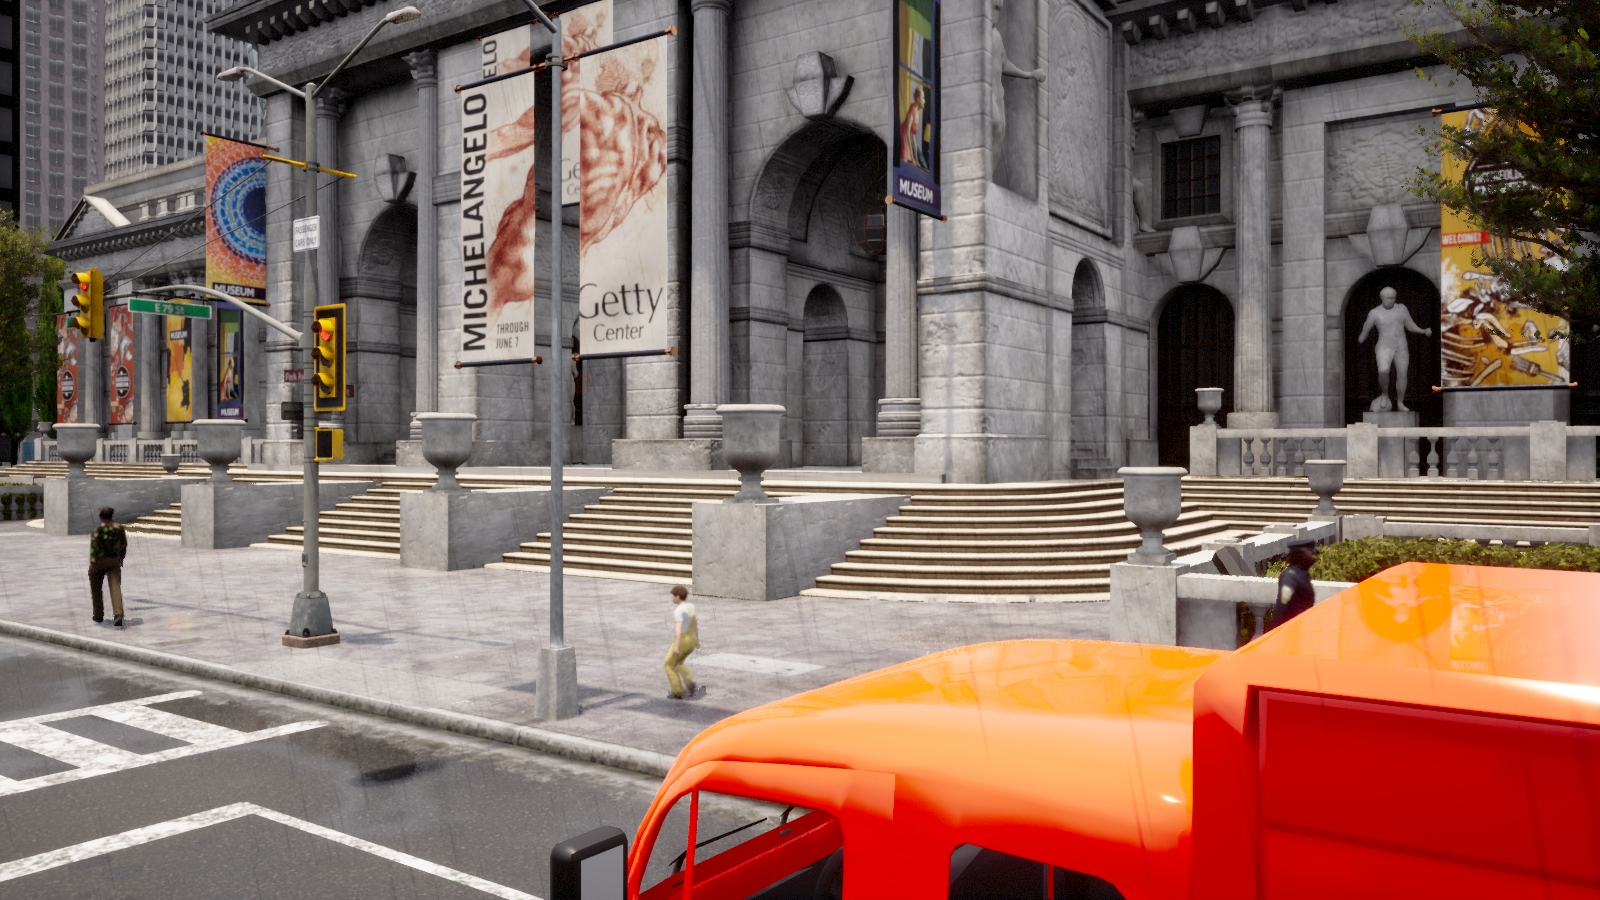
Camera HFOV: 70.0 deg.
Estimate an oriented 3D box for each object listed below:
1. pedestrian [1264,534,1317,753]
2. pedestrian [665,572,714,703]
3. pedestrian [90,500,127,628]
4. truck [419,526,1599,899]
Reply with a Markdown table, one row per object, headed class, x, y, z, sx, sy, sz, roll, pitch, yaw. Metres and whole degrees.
| class | x | y | z | sx | sy | sz | roll | pitch | yaw |
| --- | --- | --- | --- | --- | --- | --- | --- | --- | --- |
| pedestrian | 4.354 | 1.695 | 10.145 | 0.375 | 1.860 | 0.375 | 0 | 0 | 33 |
| pedestrian | -1.171 | 1.973 | 12.111 | 0.375 | 1.300 | 0.375 | 0 | 0 | 27 |
| pedestrian | -10.347 | 1.689 | 17.092 | 0.375 | 1.860 | 0.375 | 0 | 0 | 40 |
| truck | 1.935 | 1.568 | 2.414 | 5.204 | 2.467 | 2.627 | 0 | 0 | 35 |
